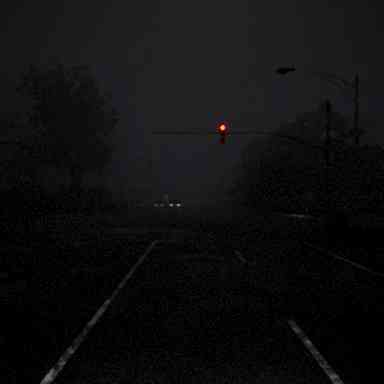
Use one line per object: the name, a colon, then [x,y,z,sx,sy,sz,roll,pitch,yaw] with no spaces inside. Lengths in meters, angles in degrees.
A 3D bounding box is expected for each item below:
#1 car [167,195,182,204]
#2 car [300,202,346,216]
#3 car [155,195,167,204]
car: [-3.848,1.646,75.088,2.150,2.045,5.566,0,0,-2]
car: [13.880,1.758,35.238,4.674,1.442,1.812,-1,0,-3]
car: [-7.341,1.960,74.875,2.033,1.411,5.357,0,0,-2]
